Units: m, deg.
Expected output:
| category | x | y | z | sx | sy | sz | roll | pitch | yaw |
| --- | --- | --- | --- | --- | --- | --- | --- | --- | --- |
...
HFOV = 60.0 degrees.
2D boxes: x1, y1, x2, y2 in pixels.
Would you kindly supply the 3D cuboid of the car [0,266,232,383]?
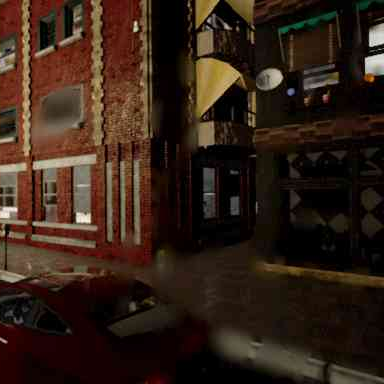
| category | x | y | z | sx | sy | sz | roll | pitch | yaw |
| --- | --- | --- | --- | --- | --- | --- | --- | --- | --- |
| car | -1.551 | 1.581 | 3.959 | 4.206 | 1.307 | 1.802 | 0 | -1 | 36 |
